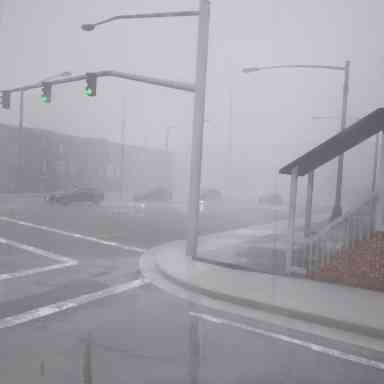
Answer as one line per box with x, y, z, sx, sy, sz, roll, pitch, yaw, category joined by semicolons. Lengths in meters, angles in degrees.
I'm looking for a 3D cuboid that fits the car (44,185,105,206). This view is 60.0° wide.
-9.294;0.225;26.675;2.128;1.511;4.902;5;3;36;car

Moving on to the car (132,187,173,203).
-3.951;0.241;34.089;1.837;1.490;4.892;5;3;36;car

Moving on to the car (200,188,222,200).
1.986;0.244;42.304;1.837;1.490;4.892;5;3;36;car

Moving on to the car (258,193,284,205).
9.682;0.785;40.742;1.994;1.385;4.181;5;3;36;car
